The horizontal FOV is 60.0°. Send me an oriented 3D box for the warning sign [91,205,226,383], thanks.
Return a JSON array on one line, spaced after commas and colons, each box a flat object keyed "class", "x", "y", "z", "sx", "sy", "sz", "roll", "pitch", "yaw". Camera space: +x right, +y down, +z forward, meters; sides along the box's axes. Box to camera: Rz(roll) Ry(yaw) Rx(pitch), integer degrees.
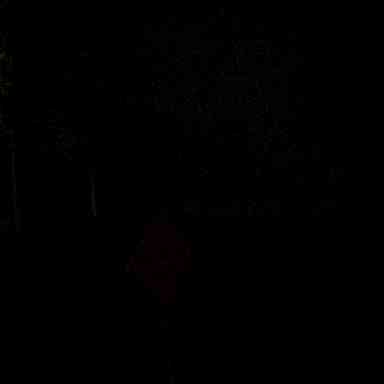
[{"class": "warning sign", "x": -0.373, "y": 1.127, "z": 4.186, "sx": 1.060, "sy": 1.860, "sz": 1.300, "roll": -1, "pitch": 0, "yaw": 36}]
